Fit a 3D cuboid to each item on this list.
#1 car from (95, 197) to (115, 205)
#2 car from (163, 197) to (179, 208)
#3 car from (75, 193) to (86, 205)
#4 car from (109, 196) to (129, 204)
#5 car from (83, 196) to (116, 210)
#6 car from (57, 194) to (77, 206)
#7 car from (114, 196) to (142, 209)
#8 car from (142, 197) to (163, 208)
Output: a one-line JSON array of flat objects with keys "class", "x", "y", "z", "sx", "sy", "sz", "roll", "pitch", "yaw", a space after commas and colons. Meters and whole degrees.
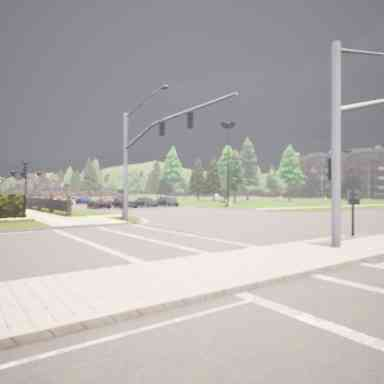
[{"class": "car", "x": -15.857, "y": 1.605, "z": 60.292, "sx": 1.895, "sy": 1.301, "sz": 4.718, "roll": 0, "pitch": 0, "yaw": -36}, {"class": "car", "x": -3.796, "y": 1.508, "z": 49.659, "sx": 1.837, "sy": 1.490, "sz": 4.892, "roll": 0, "pitch": 1, "yaw": -36}, {"class": "car", "x": -18.899, "y": 1.481, "z": 58.511, "sx": 1.882, "sy": 1.535, "sz": 5.008, "roll": 0, "pitch": 0, "yaw": -36}, {"class": "car", "x": -14.023, "y": 1.497, "z": 63.752, "sx": 2.128, "sy": 1.511, "sz": 4.902, "roll": 0, "pitch": 0, "yaw": -36}, {"class": "car", "x": -12.056, "y": 1.604, "z": 43.157, "sx": 1.895, "sy": 1.301, "sz": 4.718, "roll": 0, "pitch": 0, "yaw": -36}, {"class": "car", "x": -21.509, "y": 1.480, "z": 56.137, "sx": 1.882, "sy": 1.535, "sz": 5.008, "roll": 0, "pitch": 0, "yaw": -36}, {"class": "car", "x": -9.086, "y": 1.604, "z": 45.025, "sx": 1.895, "sy": 1.301, "sz": 4.718, "roll": 0, "pitch": 0, "yaw": -36}, {"class": "car", "x": -6.589, "y": 1.508, "z": 47.546, "sx": 1.837, "sy": 1.490, "sz": 4.892, "roll": 0, "pitch": 0, "yaw": -36}]
